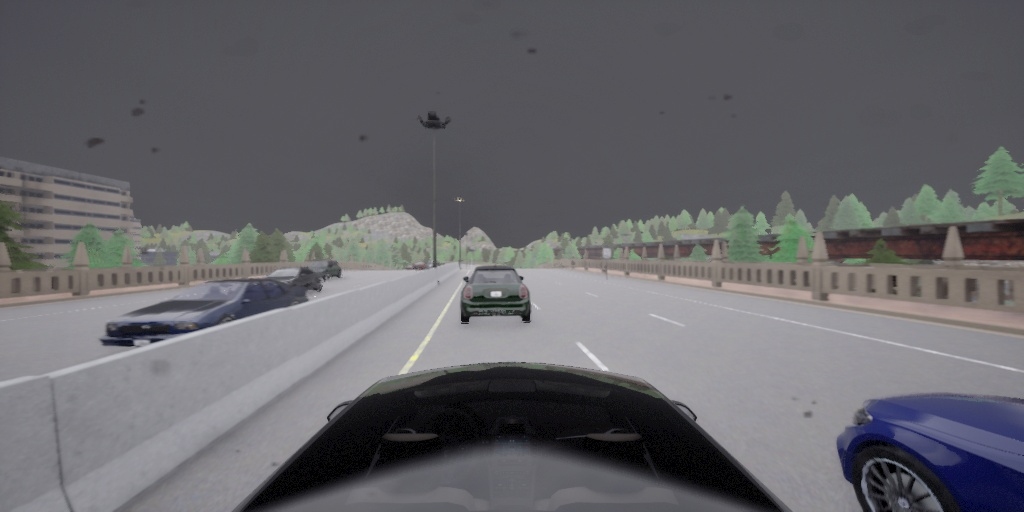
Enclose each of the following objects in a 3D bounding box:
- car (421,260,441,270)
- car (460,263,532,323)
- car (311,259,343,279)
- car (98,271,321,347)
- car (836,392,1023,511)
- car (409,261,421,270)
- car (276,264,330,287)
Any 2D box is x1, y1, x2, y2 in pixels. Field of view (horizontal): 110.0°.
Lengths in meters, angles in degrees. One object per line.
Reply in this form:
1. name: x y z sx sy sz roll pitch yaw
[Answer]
1. car: -11.467 1.340 52.508 2.128 1.511 4.902 0 -1 -5
2. car: -0.611 1.104 12.335 2.097 1.767 4.553 0 0 -4
3. car: -16.539 1.186 31.170 2.097 1.767 4.553 0 0 -5
4. car: -7.542 1.335 9.755 2.033 1.411 5.357 0 0 -5
5. car: 3.462 1.261 0.830 1.812 1.442 4.674 0 0 0
6. car: -15.799 1.671 61.594 1.882 1.535 5.008 0 -3 -5
7. car: -11.926 1.336 19.376 1.812 1.442 4.674 0 0 -5
